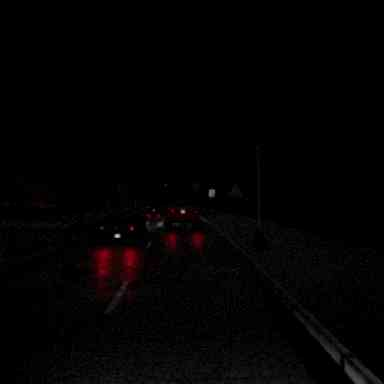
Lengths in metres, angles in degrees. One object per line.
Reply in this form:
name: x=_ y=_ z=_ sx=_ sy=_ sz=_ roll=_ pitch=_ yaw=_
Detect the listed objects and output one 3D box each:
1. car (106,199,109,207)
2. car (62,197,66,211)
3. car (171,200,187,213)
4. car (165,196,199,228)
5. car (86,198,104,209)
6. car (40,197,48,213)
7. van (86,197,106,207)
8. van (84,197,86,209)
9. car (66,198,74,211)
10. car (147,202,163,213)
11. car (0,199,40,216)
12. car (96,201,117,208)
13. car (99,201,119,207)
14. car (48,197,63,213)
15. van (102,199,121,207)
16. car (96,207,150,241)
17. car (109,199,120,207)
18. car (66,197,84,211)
car: x=-20.214 y=2.461 z=69.033 sx=4.553 sy=1.767 sz=2.185 roll=0 pitch=-2 yaw=-23
car: x=-18.821 y=1.710 z=42.282 sx=4.553 sy=1.767 sz=2.185 roll=0 pitch=-1 yaw=-23
car: x=-1.716 y=1.856 z=42.545 sx=1.882 sy=1.535 sz=5.008 roll=0 pitch=-1 yaw=-3
car: x=-0.693 y=1.320 z=22.980 sx=2.150 sy=2.045 sz=5.566 roll=0 pitch=0 yaw=-3
car: x=-20.042 y=2.394 z=63.016 sx=5.366 sy=1.575 sz=1.946 roll=0 pitch=-2 yaw=-23
car: x=-18.514 y=1.600 z=36.339 sx=4.553 sy=1.767 sz=2.185 roll=0 pitch=-1 yaw=-23
van: x=-19.926 y=2.267 z=66.122 sx=4.442 sy=1.987 sz=1.878 roll=0 pitch=-2 yaw=-23
van: x=-19.151 y=1.817 z=51.258 sx=4.442 sy=1.987 sz=1.878 roll=0 pitch=-2 yaw=-23
car: x=-18.947 y=1.937 z=45.260 sx=4.674 sy=1.452 sz=2.002 roll=0 pitch=-2 yaw=-23
car: x=-4.725 y=1.977 z=42.645 sx=1.895 sy=1.301 sz=4.718 roll=0 pitch=-1 yaw=-3
car: x=-18.319 y=1.680 z=33.376 sx=5.008 sy=1.535 sz=2.097 roll=0 pitch=-1 yaw=-23
car: x=-20.804 y=3.006 z=80.930 sx=4.674 sy=1.452 sz=2.002 roll=0 pitch=-2 yaw=-23
car: x=-20.951 y=3.101 z=83.899 sx=4.674 sy=1.452 sz=2.002 roll=0 pitch=-2 yaw=-23
car: x=-18.467 y=1.773 z=39.398 sx=5.366 sy=1.575 sz=1.946 roll=0 pitch=-1 yaw=-23
van: x=-21.007 y=2.930 z=86.932 sx=4.442 sy=1.987 sz=1.878 roll=0 pitch=-2 yaw=-23
car: x=-3.403 y=1.654 z=16.927 sx=1.895 sy=1.301 sz=4.718 roll=0 pitch=0 yaw=-3
car: x=-20.477 y=2.868 z=78.033 sx=5.366 sy=1.575 sz=1.946 roll=0 pitch=-2 yaw=-23
car: x=-19.078 y=1.716 z=48.256 sx=5.566 sy=2.045 sz=2.435 roll=0 pitch=-2 yaw=-23
